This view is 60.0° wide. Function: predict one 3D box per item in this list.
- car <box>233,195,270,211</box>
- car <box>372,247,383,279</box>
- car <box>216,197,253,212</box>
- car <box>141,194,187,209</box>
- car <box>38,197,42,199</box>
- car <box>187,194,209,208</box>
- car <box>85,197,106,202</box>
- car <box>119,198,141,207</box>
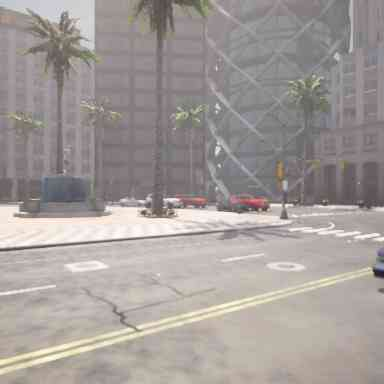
[{"bbox_3d":[7.436,1.376,43.069,2.150,2.045,5.566,0,0,-38],"label":"car"},{"bbox_3d":[6.764,1.599,8.600,5.357,1.411,2.033,0,0,-35],"label":"car"},{"bbox_3d":[4.904,1.701,40.566,1.994,1.385,4.181,0,0,-39],"label":"car"},{"bbox_3d":[-4.087,1.341,48.274,5.566,2.045,2.150,1,0,27],"label":"car"},{"bbox_3d":[-28.186,1.628,61.495,4.181,1.385,1.994,0,0,-10],"label":"car"},{"bbox_3d":[-0.266,1.365,49.974,5.566,2.045,2.150,0,0,32],"label":"car"},{"bbox_3d":[-16.505,1.560,51.785,5.008,1.535,1.882,0,0,4],"label":"car"},{"bbox_3d":[-9.564,1.644,54.033,4.674,1.442,1.812,0,0,14],"label":"car"}]
